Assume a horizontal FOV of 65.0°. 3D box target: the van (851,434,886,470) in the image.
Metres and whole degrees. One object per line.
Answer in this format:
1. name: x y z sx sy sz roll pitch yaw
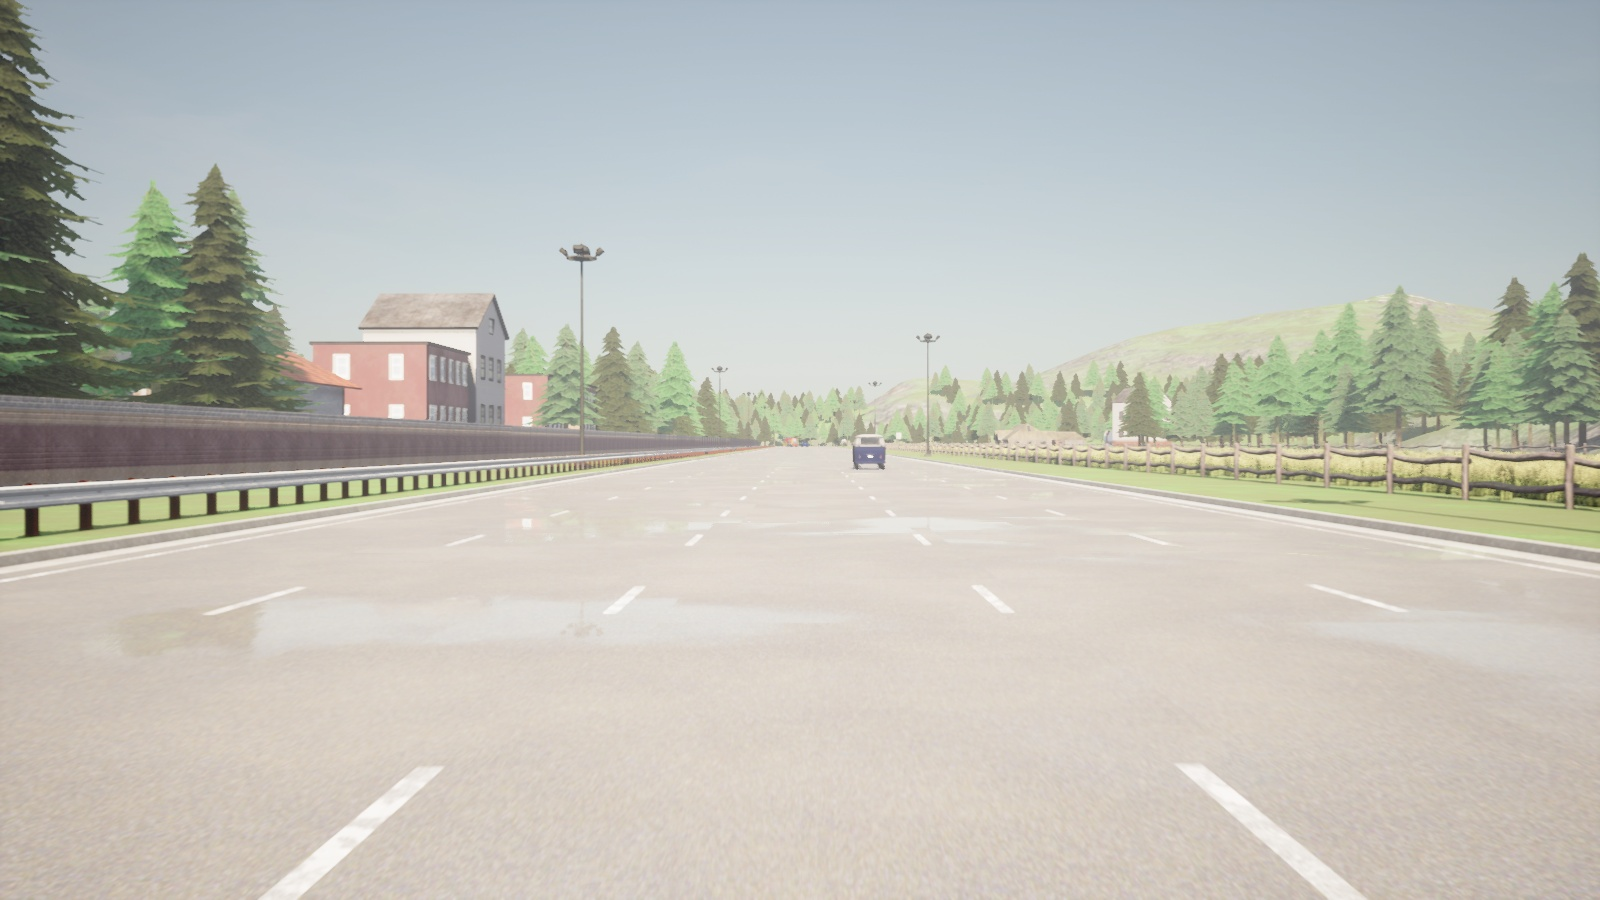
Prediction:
1. van: 3.933 0.094 72.468 1.775 1.987 4.442 0 0 0
